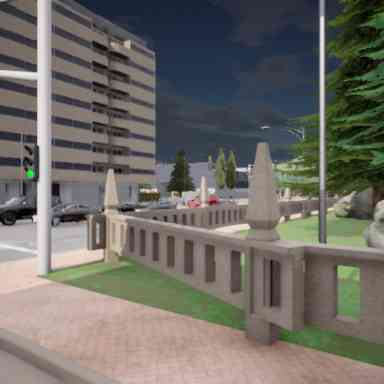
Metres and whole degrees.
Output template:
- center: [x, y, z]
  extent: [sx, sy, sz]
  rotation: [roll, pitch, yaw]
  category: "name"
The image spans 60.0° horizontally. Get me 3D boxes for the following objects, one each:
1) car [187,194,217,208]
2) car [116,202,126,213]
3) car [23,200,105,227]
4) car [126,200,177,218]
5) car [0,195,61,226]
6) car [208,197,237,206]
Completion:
- center: [1.543, 1.268, 44.394]
  extent: [2.150, 2.045, 5.566]
  rotation: [0, 1, 34]
  category: "car"
- center: [-6.607, 1.652, 32.504]
  extent: [1.895, 1.301, 4.718]
  rotation: [0, 0, 34]
  category: "car"
- center: [-8.664, 1.544, 23.292]
  extent: [2.128, 1.511, 4.902]
  rotation: [0, 0, 34]
  category: "car"
- center: [-3.396, 1.544, 30.995]
  extent: [2.128, 1.511, 4.902]
  rotation: [0, 0, 34]
  category: "car"
- center: [-12.117, 1.274, 24.447]
  extent: [2.150, 2.045, 5.566]
  rotation: [0, 0, 34]
  category: "car"
- center: [4.081, 1.614, 41.894]
  extent: [1.994, 1.385, 4.181]
  rotation: [0, 0, 35]
  category: "car"
